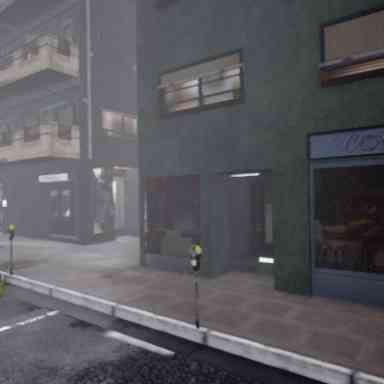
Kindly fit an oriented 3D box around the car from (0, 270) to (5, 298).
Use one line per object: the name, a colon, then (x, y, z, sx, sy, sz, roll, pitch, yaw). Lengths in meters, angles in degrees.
car: (-5.793, 1.542, 7.026, 4.829, 1.417, 1.752, 0, -1, 36)
